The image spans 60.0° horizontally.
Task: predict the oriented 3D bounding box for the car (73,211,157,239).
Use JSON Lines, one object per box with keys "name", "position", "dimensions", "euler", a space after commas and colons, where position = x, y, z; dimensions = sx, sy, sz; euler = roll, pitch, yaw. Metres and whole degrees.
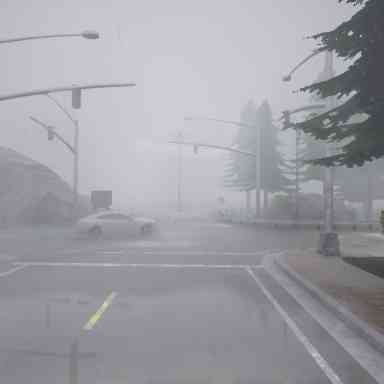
{"name": "car", "position": [-4.328, 1.801, 19.035], "dimensions": [4.674, 1.442, 1.812], "euler": [0, 0, -24]}
